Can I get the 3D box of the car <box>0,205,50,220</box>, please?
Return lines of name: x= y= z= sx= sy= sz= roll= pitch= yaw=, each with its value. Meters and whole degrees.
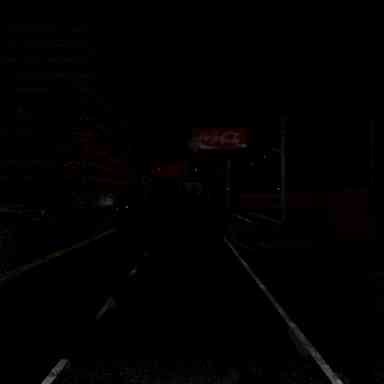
car: x=-16.459 y=1.986 z=32.653 sx=4.674 sy=1.442 sz=1.812 roll=0 pitch=-1 yaw=0

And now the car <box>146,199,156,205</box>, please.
car: x=-10.494 y=2.622 z=85.015 sx=1.812 sy=1.442 sz=4.674 roll=0 pitch=-1 yaw=0

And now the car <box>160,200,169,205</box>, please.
car: x=-6.994 y=2.693 z=84.984 sx=1.895 sy=1.301 sz=4.718 roll=0 pitch=-1 yaw=0
